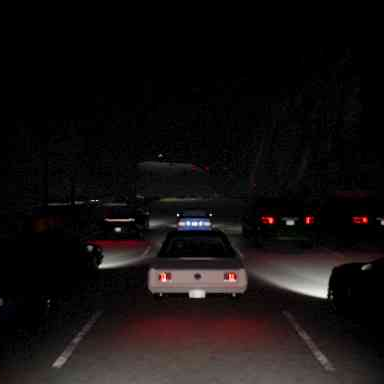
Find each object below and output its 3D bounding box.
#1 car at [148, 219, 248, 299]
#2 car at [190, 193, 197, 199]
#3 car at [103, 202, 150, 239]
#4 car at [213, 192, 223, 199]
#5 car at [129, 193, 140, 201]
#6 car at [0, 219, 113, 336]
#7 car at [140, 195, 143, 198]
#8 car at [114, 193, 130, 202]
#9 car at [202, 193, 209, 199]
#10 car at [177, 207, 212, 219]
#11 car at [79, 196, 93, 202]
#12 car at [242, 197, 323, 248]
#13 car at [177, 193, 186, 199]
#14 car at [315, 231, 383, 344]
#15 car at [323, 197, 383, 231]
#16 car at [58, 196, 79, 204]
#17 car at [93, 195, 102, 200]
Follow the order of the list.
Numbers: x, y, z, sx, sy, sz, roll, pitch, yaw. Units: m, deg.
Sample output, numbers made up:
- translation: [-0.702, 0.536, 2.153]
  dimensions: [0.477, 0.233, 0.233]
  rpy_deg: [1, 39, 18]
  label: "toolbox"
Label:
- translation: [0.111, 1.601, 8.386]
  dimensions: [1.895, 1.301, 4.718]
  rpy_deg: [0, 0, 0]
  label: "car"
- translation: [0.388, 1.250, 93.581]
  dimensions: [1.994, 1.385, 4.181]
  rpy_deg: [0, 1, 1]
  label: "car"
- translation: [-3.374, 1.493, 17.531]
  dimensions: [2.128, 1.511, 4.902]
  rpy_deg: [0, 0, 0]
  label: "car"
- translation: [7.385, 0.924, 93.166]
  dimensions: [2.150, 2.045, 5.566]
  rpy_deg: [0, 1, 1]
  label: "car"
- translation: [-13.792, 1.143, 74.709]
  dimensions: [2.150, 2.045, 5.566]
  rpy_deg: [0, 0, 1]
  label: "car"
- translation: [-3.391, 1.548, 6.955]
  dimensions: [2.033, 1.411, 5.357]
  rpy_deg: [0, 0, 0]
  label: "car"
- translation: [-13.695, 1.342, 84.888]
  dimensions: [1.812, 1.442, 4.674]
  rpy_deg: [0, 1, 1]
  label: "car"
- translation: [-13.884, 1.468, 64.615]
  dimensions: [1.837, 1.490, 4.892]
  rpy_deg: [0, 0, 0]
  label: "car"
- translation: [3.884, 1.224, 93.171]
  dimensions: [2.128, 1.511, 4.902]
  rpy_deg: [0, 1, 1]
  label: "car"
- translation: [0.127, 1.549, 18.221]
  dimensions: [2.033, 1.411, 5.357]
  rpy_deg: [0, 0, 0]
  label: "car"
- translation: [-24.295, 1.517, 74.367]
  dimensions: [1.895, 1.301, 4.718]
  rpy_deg: [0, 0, 1]
  label: "car"
- translation: [3.615, 1.223, 14.871]
  dimensions: [2.150, 2.045, 5.566]
  rpy_deg: [0, 0, 0]
  label: "car"
- translation: [-3.115, 1.177, 93.232]
  dimensions: [1.882, 1.535, 5.008]
  rpy_deg: [0, 1, 1]
  label: "car"
- translation: [3.604, 1.564, 4.818]
  dimensions: [1.994, 1.385, 4.181]
  rpy_deg: [0, 0, 0]
  label: "car"
- translation: [7.114, 1.222, 14.905]
  dimensions: [2.150, 2.045, 5.566]
  rpy_deg: [0, 0, 0]
  label: "car"
- translation: [-24.384, 1.441, 64.685]
  dimensions: [1.882, 1.535, 5.008]
  rpy_deg: [0, 0, 0]
  label: "car"
- translation: [-24.200, 1.377, 84.439]
  dimensions: [1.994, 1.385, 4.181]
  rpy_deg: [0, 1, 1]
  label: "car"
